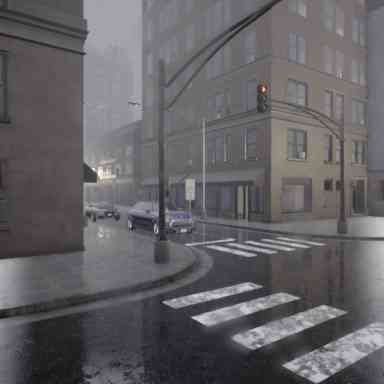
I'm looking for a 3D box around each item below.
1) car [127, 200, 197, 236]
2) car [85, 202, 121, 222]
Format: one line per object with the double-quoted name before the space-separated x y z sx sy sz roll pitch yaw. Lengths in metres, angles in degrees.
"car" -1.717 1.269 17.916 2.097 1.767 4.553 0 0 -36
"car" -7.014 1.433 25.317 1.994 1.385 4.181 0 0 -35
